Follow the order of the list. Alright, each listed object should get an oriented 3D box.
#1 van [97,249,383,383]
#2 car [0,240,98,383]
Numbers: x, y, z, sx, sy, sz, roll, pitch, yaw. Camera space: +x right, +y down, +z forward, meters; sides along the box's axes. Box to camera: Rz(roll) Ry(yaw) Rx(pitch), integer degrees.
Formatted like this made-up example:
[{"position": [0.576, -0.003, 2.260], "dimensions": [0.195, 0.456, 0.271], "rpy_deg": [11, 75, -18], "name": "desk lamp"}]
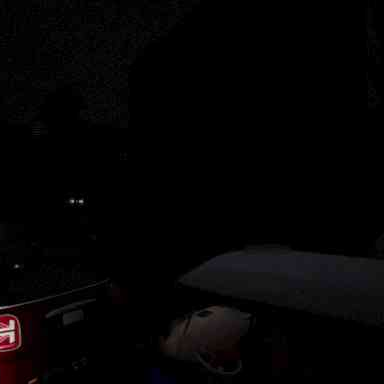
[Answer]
[{"position": [1.504, 1.341, 1.746], "dimensions": [3.998, 1.788, 1.690], "rpy_deg": [0, 0, 35], "name": "van"}, {"position": [-2.925, 1.441, 4.901], "dimensions": [4.097, 1.590, 1.967], "rpy_deg": [0, 0, 35], "name": "car"}]
